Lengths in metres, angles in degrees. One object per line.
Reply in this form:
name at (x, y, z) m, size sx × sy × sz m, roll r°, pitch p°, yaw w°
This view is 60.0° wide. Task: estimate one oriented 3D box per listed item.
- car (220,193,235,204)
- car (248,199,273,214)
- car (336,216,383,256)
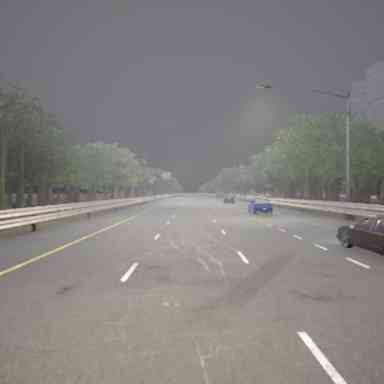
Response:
car at (7.079, 1.335, 65.262) m, size 2.097 × 1.767 × 4.553 m, roll 0°, pitch 0°, yaw 0°
car at (7.032, 1.489, 34.617) m, size 1.882 × 1.535 × 5.008 m, roll 0°, pitch 0°, yaw 0°
car at (7.000, 1.547, 11.635) m, size 2.033 × 1.411 × 5.357 m, roll 0°, pitch 0°, yaw 0°
